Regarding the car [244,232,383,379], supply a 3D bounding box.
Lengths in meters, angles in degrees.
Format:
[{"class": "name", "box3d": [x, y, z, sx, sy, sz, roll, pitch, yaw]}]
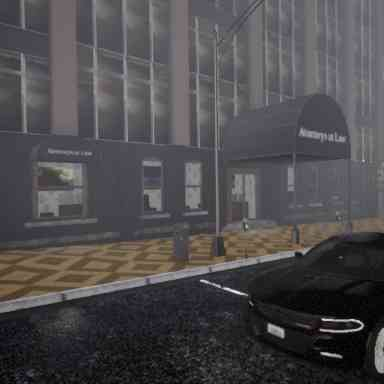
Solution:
[{"class": "car", "box3d": [3.042, 1.476, 5.717, 5.008, 1.535, 1.882, 0, 0, -37]}]
